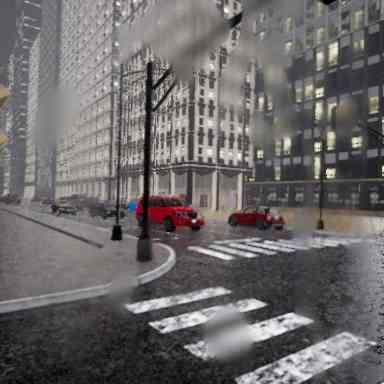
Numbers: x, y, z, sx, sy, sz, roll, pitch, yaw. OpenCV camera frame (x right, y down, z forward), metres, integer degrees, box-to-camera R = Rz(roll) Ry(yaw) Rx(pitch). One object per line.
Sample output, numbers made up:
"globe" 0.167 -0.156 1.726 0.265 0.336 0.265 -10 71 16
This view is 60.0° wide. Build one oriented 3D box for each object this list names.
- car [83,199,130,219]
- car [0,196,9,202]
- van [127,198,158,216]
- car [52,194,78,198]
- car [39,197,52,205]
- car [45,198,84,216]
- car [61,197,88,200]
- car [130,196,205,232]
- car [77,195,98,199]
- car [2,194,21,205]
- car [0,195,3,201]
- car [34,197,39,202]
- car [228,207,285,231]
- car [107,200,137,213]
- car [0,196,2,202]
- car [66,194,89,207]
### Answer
"car" -7.676 1.614 29.820 2.033 1.411 5.357 2 -1 -35
"car" -41.726 1.486 73.343 2.008 1.369 4.403 2 -1 -35
"van" -5.475 1.586 36.729 1.690 1.788 3.998 2 -1 -35
"car" -20.128 1.492 52.900 2.097 1.767 4.553 2 -1 -36
"car" -25.576 1.681 60.609 2.033 1.411 5.357 2 -1 -38
"car" -12.313 1.530 31.879 2.008 1.369 4.403 2 -1 -35
"car" -14.114 1.618 38.919 1.994 1.385 4.181 2 -1 -35
"car" -1.545 1.302 21.139 2.150 2.045 5.566 2 -1 -37
"car" -15.851 1.591 52.084 2.097 1.767 4.553 2 -1 -35
"car" -31.916 1.262 59.526 2.192 1.841 5.009 2 -1 -35
"car" -48.164 1.457 82.419 1.752 1.417 4.829 2 -1 -35
"car" -38.164 1.781 82.795 1.802 1.307 4.206 2 -1 -35
"car" 4.327 1.707 22.905 1.967 1.590 4.097 2 -1 -35
"car" -8.749 1.789 41.332 2.008 1.369 4.403 2 -1 -35
"car" -38.458 1.505 68.736 1.947 1.339 4.313 2 -1 -35
"car" -19.938 1.461 57.841 2.150 2.045 5.566 2 -1 -35
